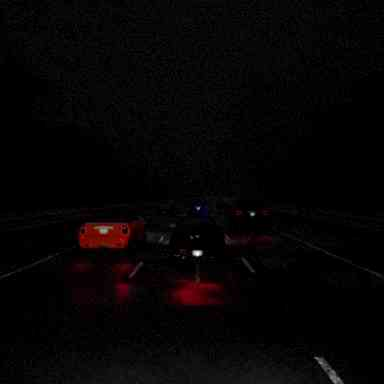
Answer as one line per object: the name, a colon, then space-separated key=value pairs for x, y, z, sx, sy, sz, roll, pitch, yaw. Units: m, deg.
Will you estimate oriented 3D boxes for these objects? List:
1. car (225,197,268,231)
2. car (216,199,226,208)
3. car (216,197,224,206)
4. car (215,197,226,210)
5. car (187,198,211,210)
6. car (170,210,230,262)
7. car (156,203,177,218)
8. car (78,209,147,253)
car: x=3.783 y=1.496 z=23.107 sx=2.150 sy=2.045 sz=5.566 roll=0 pitch=-1 yaw=1
car: x=6.053 y=2.349 z=70.703 sx=2.097 sy=1.767 sz=4.553 roll=0 pitch=-1 yaw=4
car: x=7.325 y=2.450 z=86.608 sx=2.150 sy=2.045 sz=5.566 roll=0 pitch=-1 yaw=5
car: x=5.279 y=2.166 z=58.826 sx=2.097 sy=1.767 sz=4.553 roll=0 pitch=-1 yaw=3
car: x=0.670 y=1.634 z=33.192 sx=2.150 sy=2.045 sz=5.566 roll=0 pitch=-1 yaw=2
car: x=0.195 y=1.646 z=12.699 sx=1.837 sy=1.490 sz=4.892 roll=0 pitch=0 yaw=1
car: x=-2.731 y=1.925 z=35.900 sx=1.882 sy=1.535 sz=5.008 roll=0 pitch=-1 yaw=2
car: x=-3.275 y=1.510 z=14.572 sx=2.097 sy=1.767 sz=4.553 roll=0 pitch=-1 yaw=1
